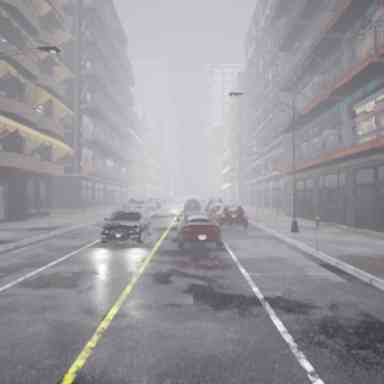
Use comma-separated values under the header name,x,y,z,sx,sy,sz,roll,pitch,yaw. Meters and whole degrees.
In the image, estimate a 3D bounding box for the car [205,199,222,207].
name,x,y,z,sx,sy,sz,roll,pitch,yaw
car,2.693,1.751,34.290,1.887,1.381,4.507,1,0,0

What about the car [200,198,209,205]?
name,x,y,z,sx,sy,sz,roll,pitch,yaw
car,2.679,1.972,73.072,1.887,1.381,4.507,1,0,0

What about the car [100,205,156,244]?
name,x,y,z,sx,sy,sz,roll,pitch,yaw
car,-3.105,1.605,16.415,1.837,1.490,4.892,0,0,0

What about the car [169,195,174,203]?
name,x,y,z,sx,sy,sz,roll,pitch,yaw
car,-5.701,1.804,84.098,2.192,1.841,5.009,1,0,0

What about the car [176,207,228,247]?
name,x,y,z,sx,sy,sz,roll,pitch,yaw
car,0.278,1.619,15.347,1.812,1.442,4.674,0,0,-3

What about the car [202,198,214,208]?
name,x,y,z,sx,sy,sz,roll,pitch,yaw
car,2.686,1.860,56.621,1.752,1.417,4.829,1,0,0

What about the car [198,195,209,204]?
name,x,y,z,sx,sy,sz,roll,pitch,yaw
car,2.682,1.774,78.614,2.192,1.841,5.009,1,0,0

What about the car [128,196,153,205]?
name,x,y,z,sx,sy,sz,roll,pitch,yaw
car,-5.683,1.521,34.235,2.192,1.841,5.009,1,0,0

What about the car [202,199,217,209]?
name,x,y,z,sx,sy,sz,roll,pitch,yaw
car,2.687,1.852,50.910,2.008,1.369,4.403,1,0,0

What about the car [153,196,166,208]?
name,x,y,z,sx,sy,sz,roll,pitch,yaw
car,-5.689,1.616,50.856,2.192,1.841,5.009,1,0,0

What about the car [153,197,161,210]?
name,x,y,z,sx,sy,sz,roll,pitch,yaw
car,-5.691,1.794,45.145,1.752,1.417,4.829,1,0,0

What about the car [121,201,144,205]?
name,x,y,z,sx,sy,sz,roll,pitch,yaw
car,-5.686,1.724,28.693,2.008,1.369,4.403,1,0,0

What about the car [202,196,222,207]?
name,x,y,z,sx,sy,sz,roll,pitch,yaw
car,2.695,1.553,39.831,2.192,1.841,5.009,1,0,0

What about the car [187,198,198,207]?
name,x,y,z,sx,sy,sz,roll,pitch,yaw
car,0.080,1.827,59.224,1.882,1.535,5.008,0,0,0

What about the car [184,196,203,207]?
name,x,y,z,sx,sy,sz,roll,pitch,yaw
car,0.085,1.596,40.770,2.097,1.767,4.553,0,0,0

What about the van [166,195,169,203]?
name,x,y,z,sx,sy,sz,roll,pitch,yaw
van,-5.693,1.706,61.937,1.690,1.788,3.998,1,0,0

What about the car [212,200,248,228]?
name,x,y,z,sx,sy,sz,roll,pitch,yaw
car,2.698,1.581,23.209,1.967,1.590,4.097,1,0,0
